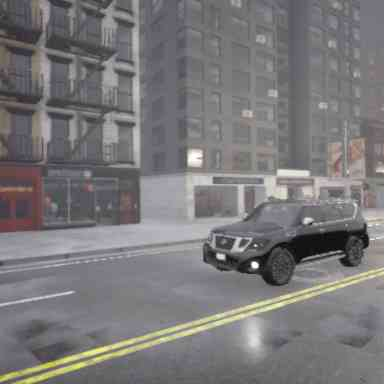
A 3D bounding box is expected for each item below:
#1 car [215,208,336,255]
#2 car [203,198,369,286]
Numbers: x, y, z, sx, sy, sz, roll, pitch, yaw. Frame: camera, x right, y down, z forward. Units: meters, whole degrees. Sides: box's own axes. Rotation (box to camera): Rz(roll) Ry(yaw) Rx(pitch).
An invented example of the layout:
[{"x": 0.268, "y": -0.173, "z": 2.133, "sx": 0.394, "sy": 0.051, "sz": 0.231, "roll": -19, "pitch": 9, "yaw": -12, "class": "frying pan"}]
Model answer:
[{"x": 3.709, "y": 1.538, "z": 14.262, "sx": 5.357, "sy": 1.411, "sz": 2.033, "roll": -1, "pitch": 0, "yaw": -35, "class": "car"}, {"x": 2.958, "y": 1.212, "z": 9.756, "sx": 5.566, "sy": 2.045, "sz": 2.150, "roll": -1, "pitch": 0, "yaw": -35, "class": "car"}]
